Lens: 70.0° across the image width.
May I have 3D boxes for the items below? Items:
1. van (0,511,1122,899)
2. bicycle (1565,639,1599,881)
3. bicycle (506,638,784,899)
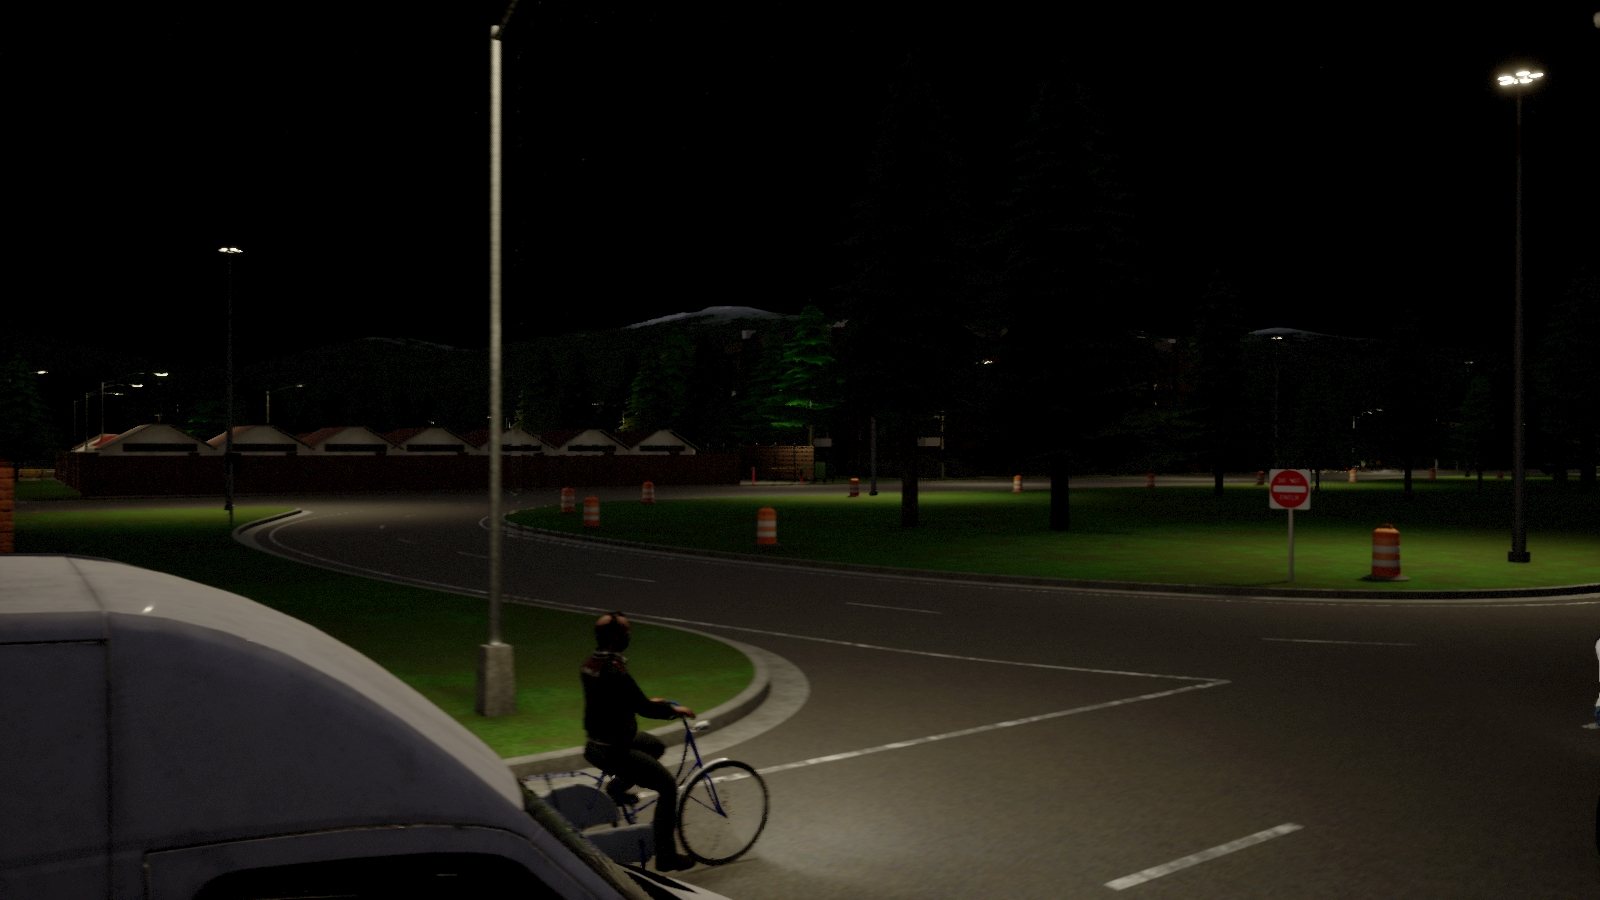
[{"bbox_3d":[-2.085,1.535,2.311,5.915,2.561,1.988,0,0,-35],"label":"van"},{"bbox_3d":[5.874,2.063,7.934,1.643,1.496,0.373,0,0,-35],"label":"bicycle"},{"bbox_3d":[-0.957,2.063,7.396,1.835,1.471,0.329,0,0,-35],"label":"bicycle"}]
